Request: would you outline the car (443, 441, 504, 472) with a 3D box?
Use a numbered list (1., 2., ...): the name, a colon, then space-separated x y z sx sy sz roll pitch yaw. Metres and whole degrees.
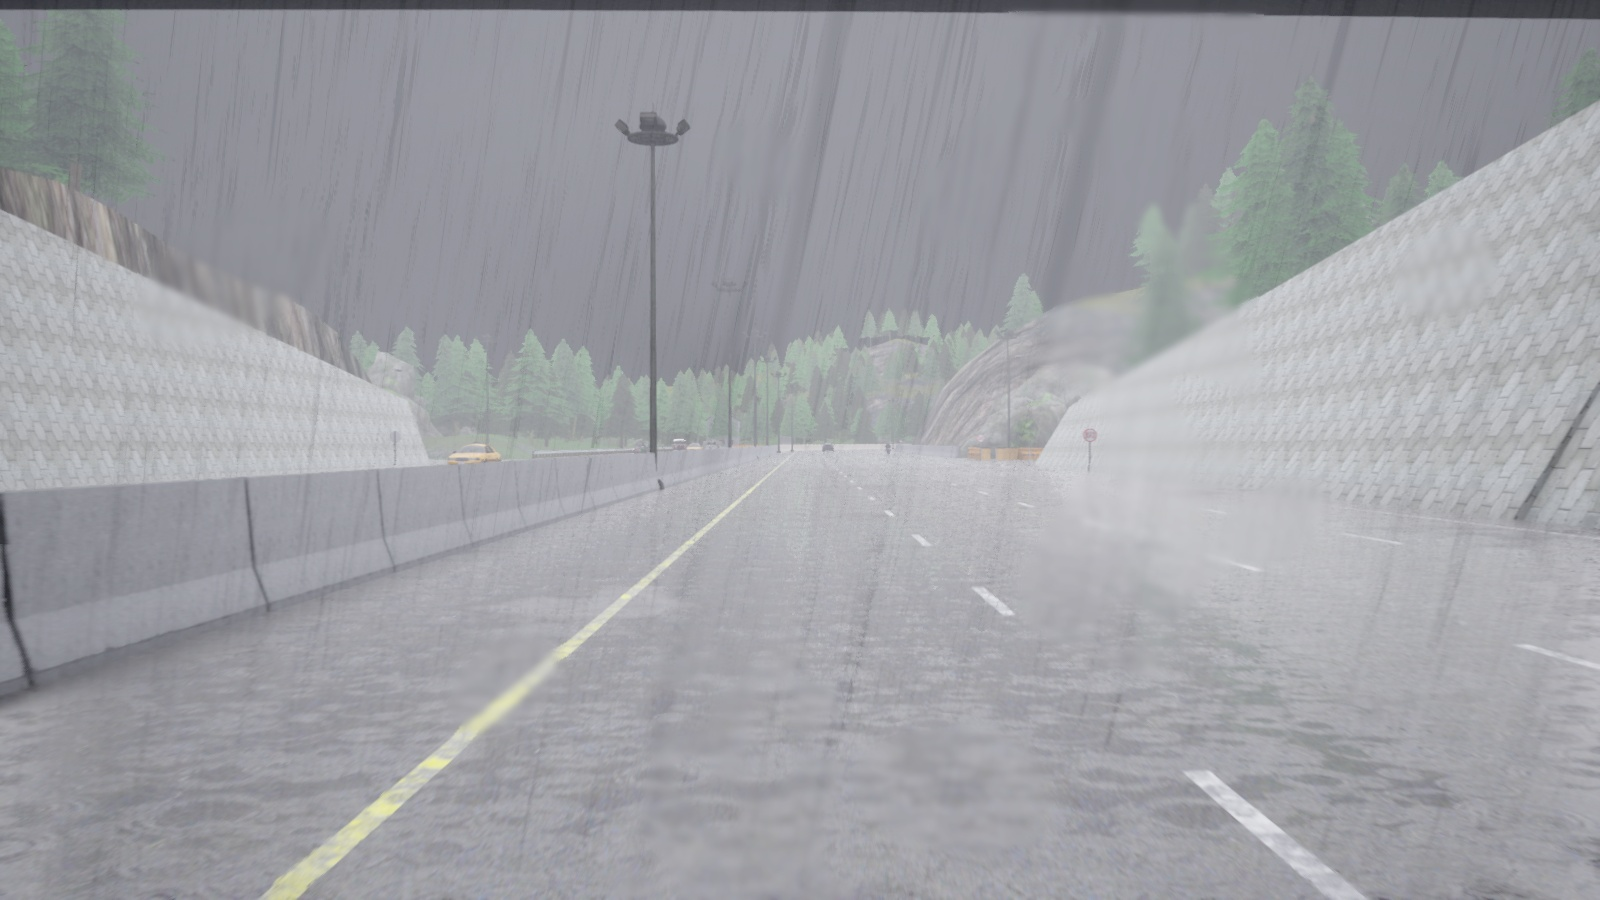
1. car: -17.176 0.298 66.252 1.801 1.575 5.366 0 0 0
